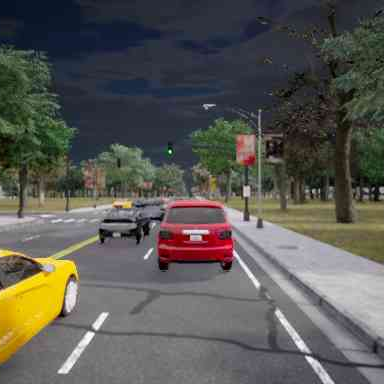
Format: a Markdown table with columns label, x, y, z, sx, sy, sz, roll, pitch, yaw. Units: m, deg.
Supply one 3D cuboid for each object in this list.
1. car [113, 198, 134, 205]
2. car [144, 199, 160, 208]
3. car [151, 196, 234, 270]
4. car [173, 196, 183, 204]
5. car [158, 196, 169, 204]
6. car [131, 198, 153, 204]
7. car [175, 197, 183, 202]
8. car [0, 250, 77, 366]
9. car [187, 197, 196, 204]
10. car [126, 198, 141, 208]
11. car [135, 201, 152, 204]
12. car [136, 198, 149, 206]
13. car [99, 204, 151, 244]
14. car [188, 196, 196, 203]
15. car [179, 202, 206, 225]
| label | x | y | z | sx | sy | sz | roll | pitch | yaw |
| --- | --- | --- | --- | --- | --- | --- | --- | --- | --- |
| car | -9.858 | 1.743 | 47.118 | 1.882 | 1.535 | 5.008 | 0 | 0 | 0 |
| car | -6.612 | 1.862 | 55.279 | 2.033 | 1.411 | 5.357 | 0 | 0 | 0 |
| car | 0.096 | 1.285 | 11.322 | 2.150 | 2.045 | 5.566 | 0 | 0 | 0 |
| car | -3.284 | 1.807 | 76.382 | 2.097 | 1.767 | 4.553 | 0 | 0 | 0 |
| car | -6.533 | 1.788 | 75.642 | 2.097 | 1.767 | 4.553 | 0 | 0 | 0 |
| car | -6.618 | 1.857 | 45.672 | 1.895 | 1.301 | 4.718 | 0 | 0 | 0 |
| car | -3.288 | 1.994 | 86.440 | 1.895 | 1.301 | 4.718 | 0 | 0 | 0 |
| car | -3.152 | 1.502 | 4.509 | 1.882 | 1.535 | 5.008 | 0 | 0 | 0 |
| car | -0.033 | 1.988 | 75.996 | 2.033 | 1.411 | 5.357 | 0 | 0 | 0 |
| car | -9.857 | 1.827 | 56.417 | 1.837 | 1.490 | 4.892 | 0 | 0 | 0 |
| car | -3.165 | 1.714 | 27.139 | 1.994 | 1.385 | 4.181 | 0 | 0 | 1 |
| car | -9.801 | 1.891 | 66.416 | 1.837 | 1.490 | 4.892 | 0 | 0 | 0 |
| car | -3.156 | 1.581 | 16.332 | 2.128 | 1.511 | 4.902 | 0 | 0 | 0 |
| car | -0.038 | 1.923 | 86.412 | 2.128 | 1.511 | 4.902 | 0 | 0 | 0 |
| car | 0.054 | 1.622 | 26.242 | 1.882 | 1.535 | 5.008 | 0 | 0 | 0 |
